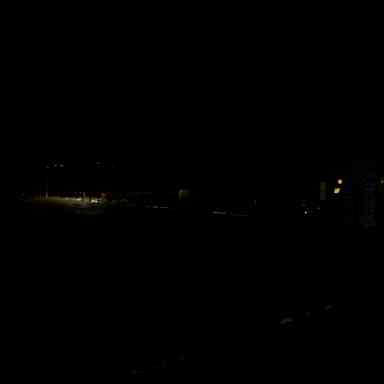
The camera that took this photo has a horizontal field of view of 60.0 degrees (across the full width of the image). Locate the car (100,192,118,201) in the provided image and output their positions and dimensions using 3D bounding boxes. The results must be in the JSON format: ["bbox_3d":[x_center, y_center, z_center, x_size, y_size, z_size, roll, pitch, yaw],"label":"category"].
[{"bbox_3d":[-15.837,0.742,63.538,2.097,1.767,4.553,1,1,-35],"label":"car"}]

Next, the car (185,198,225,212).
[{"bbox_3d":[1.333,1.316,35.053,1.895,1.301,4.718,1,0,-36],"label":"car"}]

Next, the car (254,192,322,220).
[{"bbox_3d":[7.497,1.044,26.627,2.150,2.045,5.566,1,0,-36],"label":"car"}]

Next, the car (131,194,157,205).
[{"bbox_3d":[-6.689,1.060,46.059,2.128,1.511,4.902,1,0,-36],"label":"car"}]
